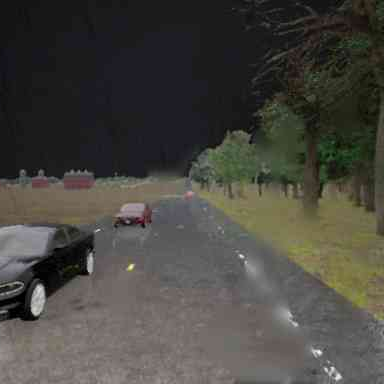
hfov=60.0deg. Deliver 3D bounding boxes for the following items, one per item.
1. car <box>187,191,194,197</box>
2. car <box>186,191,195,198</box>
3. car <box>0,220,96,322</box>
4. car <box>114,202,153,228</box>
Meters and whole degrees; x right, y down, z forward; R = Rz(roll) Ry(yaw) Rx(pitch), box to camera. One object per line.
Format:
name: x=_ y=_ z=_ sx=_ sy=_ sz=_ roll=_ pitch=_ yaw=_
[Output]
car: x=-0.482 y=0.505 z=94.791 sx=1.812 sy=1.442 sz=4.674 roll=0 pitch=1 yaw=0
car: x=-0.430 y=0.586 z=84.751 sx=2.097 sy=1.767 sz=4.553 roll=0 pitch=1 yaw=0
car: x=-3.629 y=1.459 z=7.443 sx=1.882 sy=1.535 sz=5.008 roll=0 pitch=0 yaw=-1
car: x=-3.683 y=1.385 z=21.489 sx=1.882 sy=1.535 sz=5.008 roll=0 pitch=1 yaw=0
